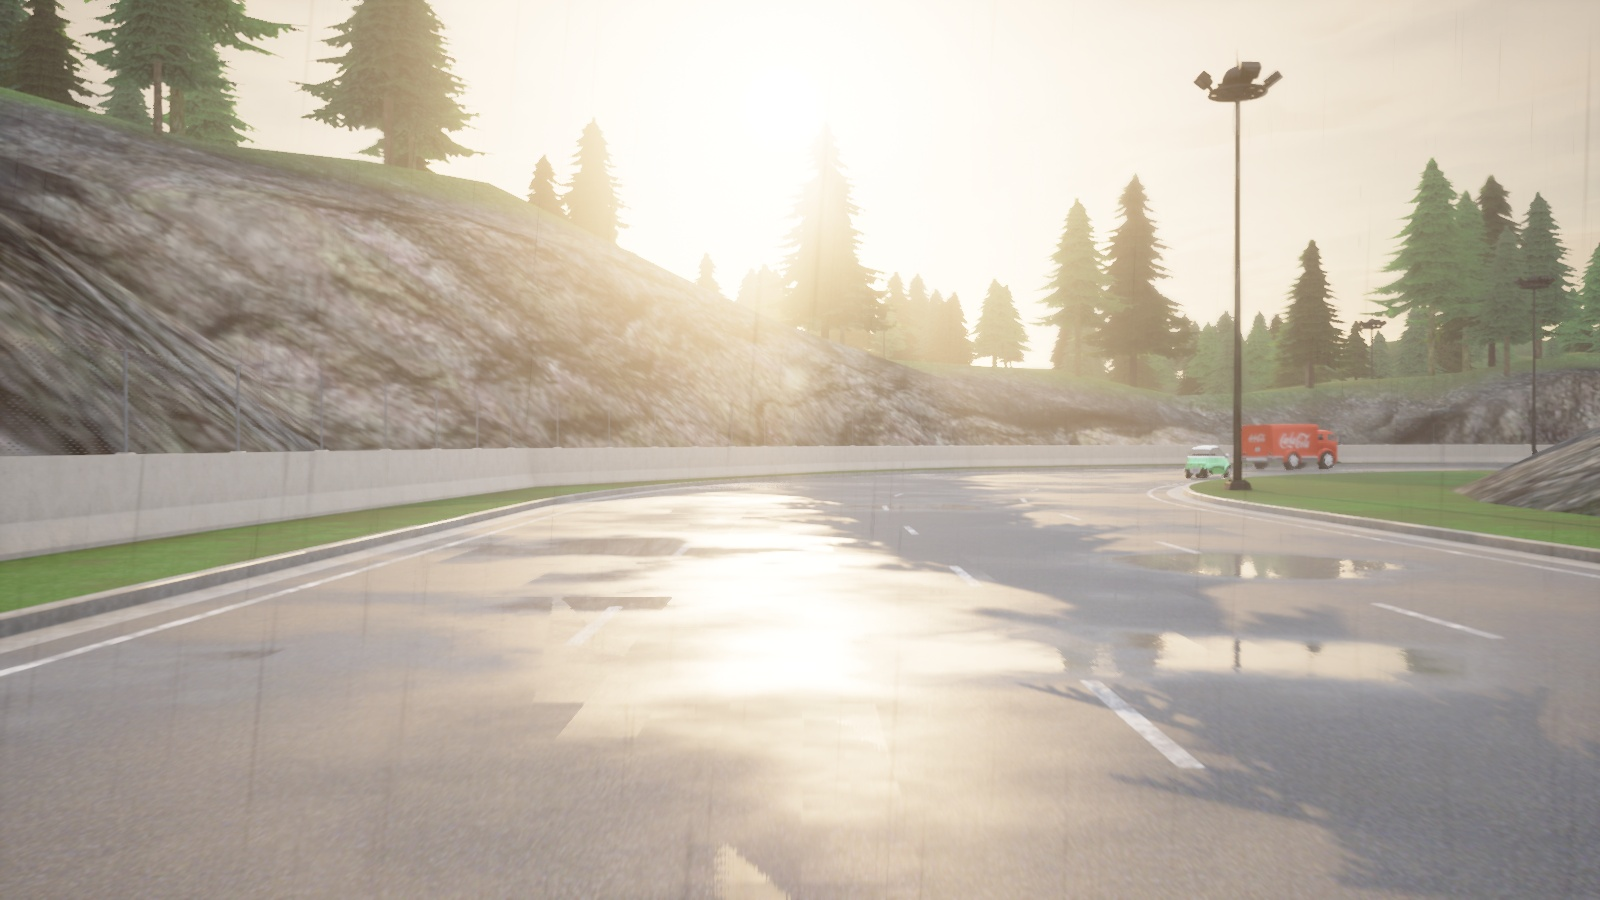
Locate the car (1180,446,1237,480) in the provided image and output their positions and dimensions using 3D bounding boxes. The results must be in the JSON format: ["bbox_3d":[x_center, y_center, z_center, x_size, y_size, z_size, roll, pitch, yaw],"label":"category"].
[{"bbox_3d":[17.153,0.518,52.694,1.481,1.376,2.207,0,0,42],"label":"car"}]

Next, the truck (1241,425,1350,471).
[{"bbox_3d":[26.971,-0.104,68.314,5.204,2.467,2.627,0,0,-24],"label":"truck"}]
